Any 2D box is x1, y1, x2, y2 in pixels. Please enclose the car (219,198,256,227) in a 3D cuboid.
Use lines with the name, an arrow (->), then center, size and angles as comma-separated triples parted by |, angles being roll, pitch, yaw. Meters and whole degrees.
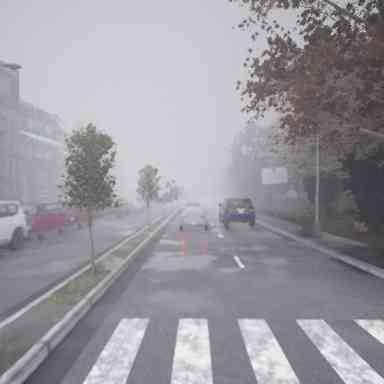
car -> 3.264, 1.444, 24.730 | 2.150, 2.045, 5.566 | 0, 0, 0

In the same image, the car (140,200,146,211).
car -> -7.938, 1.889, 45.365 | 2.002, 1.452, 4.674 | 0, 0, 0

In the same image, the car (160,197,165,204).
car -> -7.766, 1.979, 73.001 | 2.097, 1.535, 5.008 | 0, 0, 1

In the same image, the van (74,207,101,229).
van -> -8.075, 1.468, 23.063 | 1.878, 1.987, 4.442 | 0, 0, 0

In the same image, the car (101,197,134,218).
car -> -8.007, 1.526, 34.243 | 2.435, 2.045, 5.566 | 0, 0, 0

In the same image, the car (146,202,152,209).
car -> -7.903, 1.909, 50.881 | 2.163, 1.488, 4.792 | 0, 0, 0

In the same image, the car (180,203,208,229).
car -> 0.114, 1.735, 23.167 | 1.812, 1.442, 4.674 | 0, 0, 0

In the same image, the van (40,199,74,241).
van -> -8.110, 1.422, 17.516 | 1.878, 1.987, 4.442 | 0, 0, 0

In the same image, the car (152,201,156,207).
car -> -7.869, 1.949, 56.458 | 2.002, 1.452, 4.674 | 0, 0, 0

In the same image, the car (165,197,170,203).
car -> -7.518, 2.038, 82.596 | 2.163, 1.488, 4.792 | 0, 0, 3

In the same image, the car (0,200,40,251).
car -> -8.142, 1.348, 12.059 | 2.435, 2.045, 5.566 | 0, -1, 0

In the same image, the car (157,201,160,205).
car -> -7.835, 1.936, 62.008 | 2.231, 1.521, 4.892 | 0, 0, 0

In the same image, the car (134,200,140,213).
car -> -7.972, 1.845, 39.786 | 2.163, 1.488, 4.792 | 0, 0, 0

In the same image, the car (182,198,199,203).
car -> 0.128, 1.841, 42.238 | 2.128, 1.511, 4.902 | 0, 0, 0
